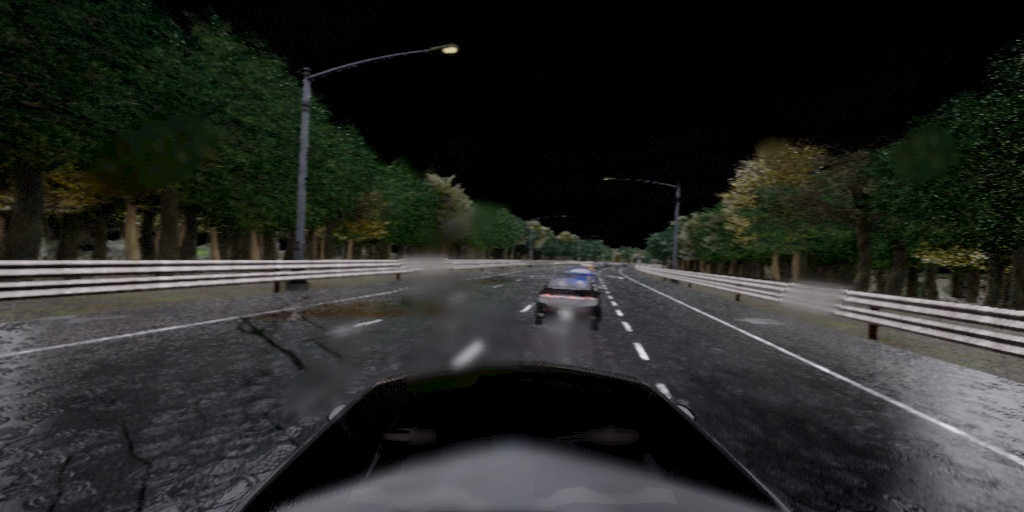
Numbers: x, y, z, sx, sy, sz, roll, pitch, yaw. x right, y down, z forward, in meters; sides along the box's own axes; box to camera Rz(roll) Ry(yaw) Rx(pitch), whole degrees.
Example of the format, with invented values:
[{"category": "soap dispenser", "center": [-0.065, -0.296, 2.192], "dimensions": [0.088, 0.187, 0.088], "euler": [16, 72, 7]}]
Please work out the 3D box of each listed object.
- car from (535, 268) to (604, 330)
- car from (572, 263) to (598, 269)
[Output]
[{"category": "car", "center": [1.945, 1.342, 11.830], "dimensions": [2.128, 1.511, 4.902], "euler": [3, 0, 12]}, {"category": "car", "center": [4.667, 1.485, 24.501], "dimensions": [1.882, 1.535, 5.008], "euler": [3, 0, 12]}]
